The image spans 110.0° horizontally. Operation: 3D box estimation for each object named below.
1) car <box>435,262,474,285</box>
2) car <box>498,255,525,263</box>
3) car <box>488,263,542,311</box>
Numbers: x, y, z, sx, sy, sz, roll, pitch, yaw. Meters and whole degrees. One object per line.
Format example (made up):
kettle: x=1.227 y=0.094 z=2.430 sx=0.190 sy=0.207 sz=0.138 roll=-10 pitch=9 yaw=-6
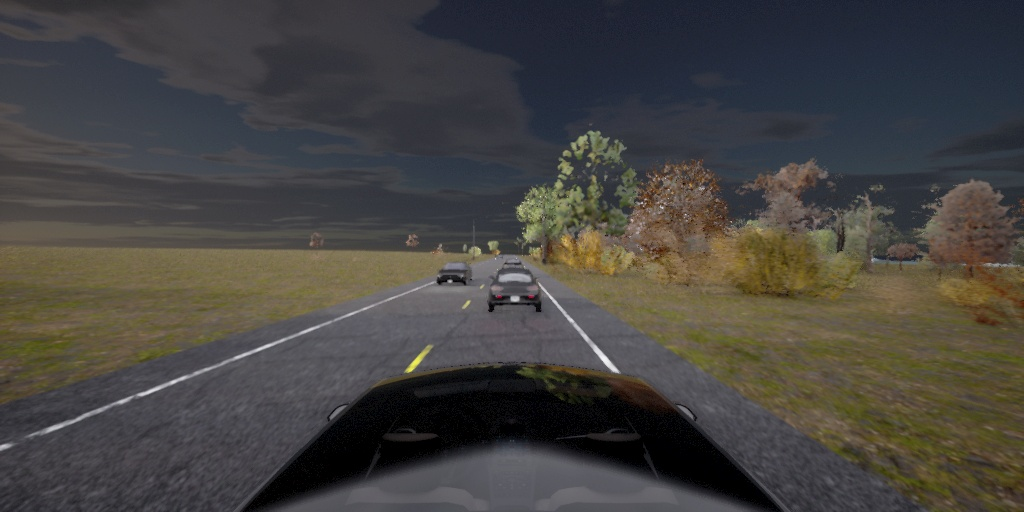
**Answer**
car: x=-3.606 y=1.078 z=23.537 sx=2.033 sy=1.411 sz=5.357 roll=0 pitch=1 yaw=0
car: x=0.090 y=0.942 z=31.598 sx=2.128 sy=1.511 sz=4.902 roll=0 pitch=1 yaw=0
car: x=0.096 y=1.156 z=13.583 sx=1.812 sy=1.442 sz=4.674 roll=0 pitch=1 yaw=0
